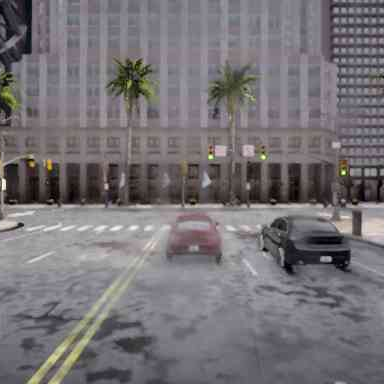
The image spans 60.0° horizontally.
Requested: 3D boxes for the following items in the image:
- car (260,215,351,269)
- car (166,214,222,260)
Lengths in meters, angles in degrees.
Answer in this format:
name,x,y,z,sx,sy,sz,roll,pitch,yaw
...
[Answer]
name,x,y,z,sx,sy,sz,roll,pitch,yaw
car,3.570,1.528,11.251,1.837,1.490,4.892,0,0,0
car,0.074,1.550,12.365,1.812,1.442,4.674,0,0,0
